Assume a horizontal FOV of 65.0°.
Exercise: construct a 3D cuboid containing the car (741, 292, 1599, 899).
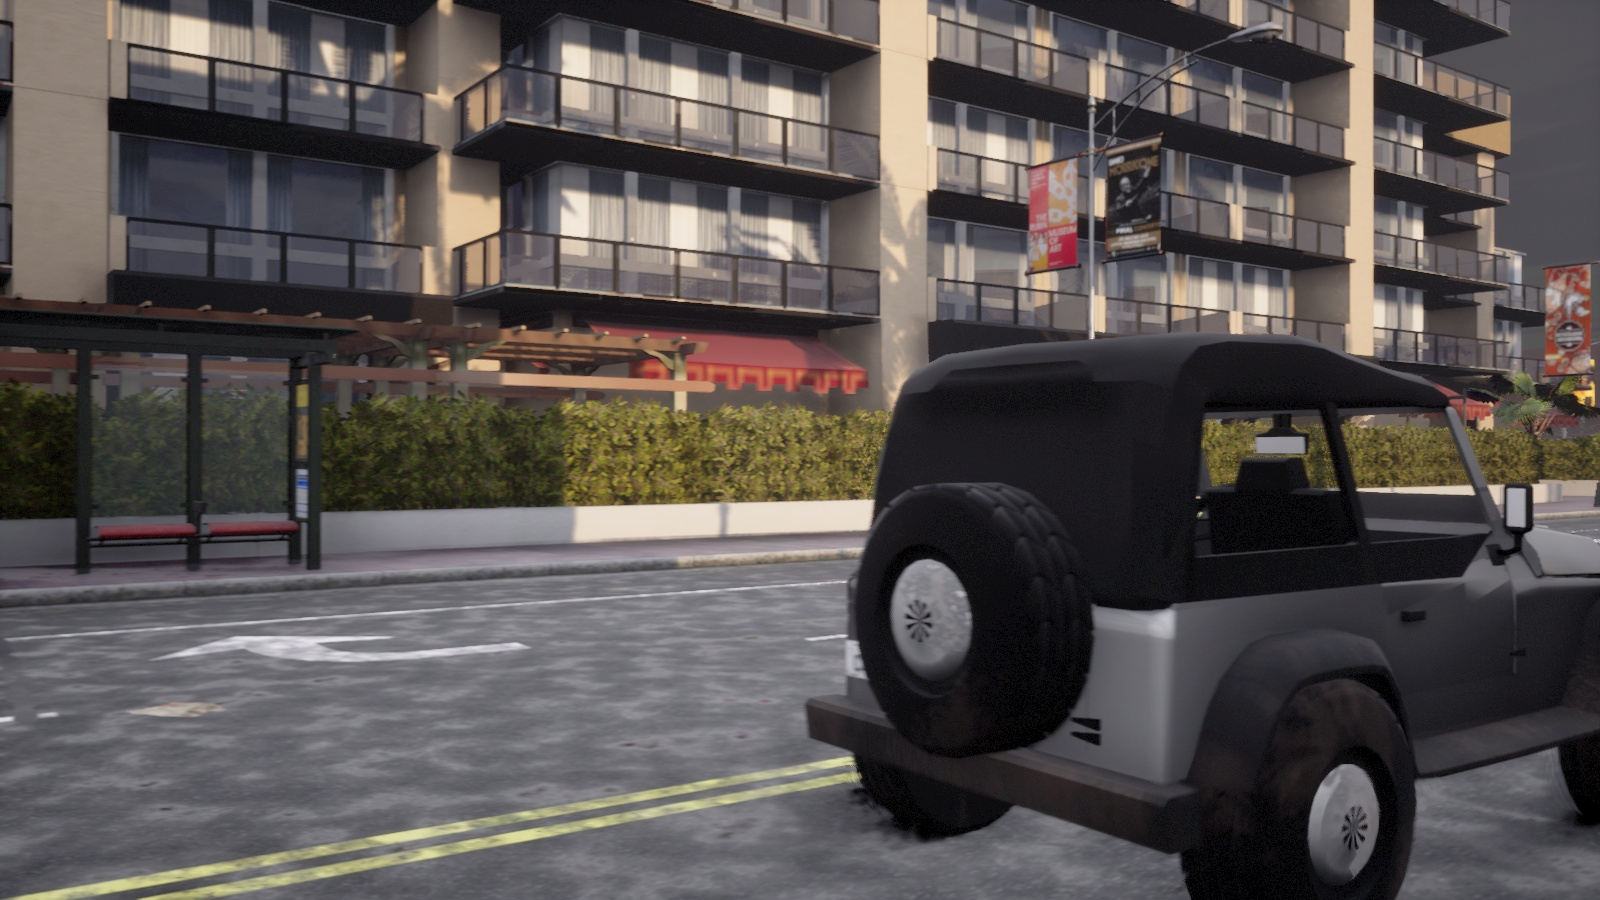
[{"bbox_3d":[1.910,0.556,4.989,3.866,1.878,1.905,0,0,-35],"label":"car"}]
